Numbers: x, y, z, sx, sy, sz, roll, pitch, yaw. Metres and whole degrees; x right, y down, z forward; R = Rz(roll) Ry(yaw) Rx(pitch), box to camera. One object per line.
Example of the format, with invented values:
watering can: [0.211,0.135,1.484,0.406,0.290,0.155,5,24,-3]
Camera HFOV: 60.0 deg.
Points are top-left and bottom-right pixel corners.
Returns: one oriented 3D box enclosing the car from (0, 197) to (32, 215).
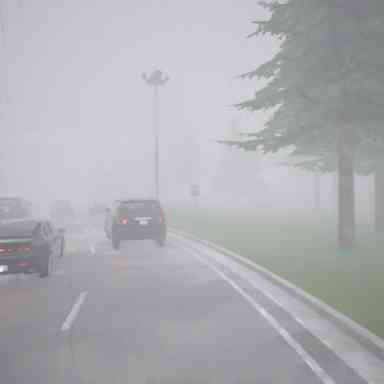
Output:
car: [-14.201,1.432,26.488,2.150,2.045,5.566,-1,0,-20]

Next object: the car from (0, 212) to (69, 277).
car: [-5.127,1.582,10.253,1.837,1.490,4.892,0,0,-15]

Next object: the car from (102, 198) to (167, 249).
car: [-2.702,1.271,15.244,2.150,2.045,5.566,-1,0,-18]

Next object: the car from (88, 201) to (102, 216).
car: [-9.790,1.685,34.862,1.812,1.442,4.674,-1,0,-20]

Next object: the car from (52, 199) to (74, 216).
car: [-13.711,1.564,35.396,2.097,1.767,4.553,-1,0,-20]
